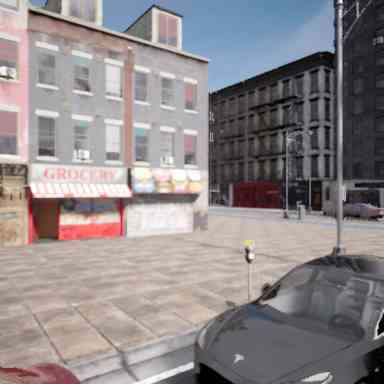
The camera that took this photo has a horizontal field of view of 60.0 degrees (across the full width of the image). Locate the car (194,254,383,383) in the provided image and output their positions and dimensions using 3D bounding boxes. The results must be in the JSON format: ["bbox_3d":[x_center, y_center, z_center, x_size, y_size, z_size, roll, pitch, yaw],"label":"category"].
[{"bbox_3d":[2.051,1.583,4.279,4.313,1.339,1.947,0,0,-36],"label":"car"}]

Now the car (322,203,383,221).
[{"bbox_3d":[14.379,1.697,29.363,2.033,1.411,5.357,0,0,-38],"label":"car"}]

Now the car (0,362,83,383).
[{"bbox_3d":[-2.385,1.576,1.109,4.206,1.307,1.802,0,0,-36],"label":"car"}]
